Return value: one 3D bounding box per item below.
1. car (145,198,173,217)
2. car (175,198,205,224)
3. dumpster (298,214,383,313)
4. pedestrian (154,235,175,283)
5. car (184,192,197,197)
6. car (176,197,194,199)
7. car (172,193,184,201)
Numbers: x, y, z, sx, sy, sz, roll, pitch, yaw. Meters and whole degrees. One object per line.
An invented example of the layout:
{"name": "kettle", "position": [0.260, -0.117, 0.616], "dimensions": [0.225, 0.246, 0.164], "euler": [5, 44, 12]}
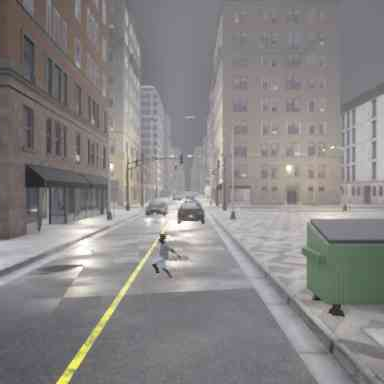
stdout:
{"name": "car", "position": [-3.211, 1.517, 31.503], "dimensions": [2.033, 1.411, 5.357], "euler": [0, 0, 0]}
{"name": "car", "position": [-0.070, 1.454, 24.369], "dimensions": [1.882, 1.535, 5.008], "euler": [0, 0, 0]}
{"name": "dumpster", "position": [3.094, 1.388, 7.153], "dimensions": [1.020, 1.700, 1.940], "euler": [0, 0, 0]}
{"name": "pedestrian", "position": [-0.669, 1.286, 8.173], "dimensions": [0.375, 1.860, 0.375], "euler": [0, 0, -5]}
{"name": "car", "position": [-0.511, 1.267, 86.572], "dimensions": [2.097, 1.767, 4.553], "euler": [0, 0, 0]}
{"name": "car", "position": [-0.094, 1.513, 34.716], "dimensions": [2.033, 1.411, 5.357], "euler": [0, 0, 5]}
{"name": "car", "position": [-3.448, 1.402, 75.843], "dimensions": [1.882, 1.535, 5.008], "euler": [0, 0, 0]}
